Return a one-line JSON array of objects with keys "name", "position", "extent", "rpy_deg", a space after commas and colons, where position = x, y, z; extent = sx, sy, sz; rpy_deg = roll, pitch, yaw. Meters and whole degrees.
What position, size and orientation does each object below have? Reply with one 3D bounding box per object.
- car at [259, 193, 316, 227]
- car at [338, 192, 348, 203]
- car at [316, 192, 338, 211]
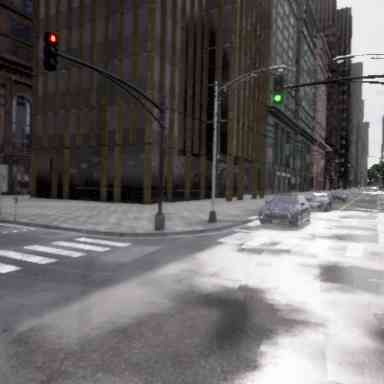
[{"name": "car", "position": [5.436, 0.910, 19.101], "extent": [2.097, 1.767, 4.553], "rpy_deg": [2, 2, 29]}, {"name": "car", "position": [20.438, 0.650, 46.034], "extent": [2.033, 1.411, 5.357], "rpy_deg": [2, 2, 29]}, {"name": "car", "position": [11.496, 0.864, 29.990], "extent": [2.128, 1.511, 4.902], "rpy_deg": [2, 2, 29]}]
